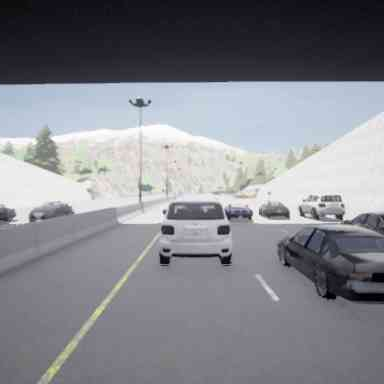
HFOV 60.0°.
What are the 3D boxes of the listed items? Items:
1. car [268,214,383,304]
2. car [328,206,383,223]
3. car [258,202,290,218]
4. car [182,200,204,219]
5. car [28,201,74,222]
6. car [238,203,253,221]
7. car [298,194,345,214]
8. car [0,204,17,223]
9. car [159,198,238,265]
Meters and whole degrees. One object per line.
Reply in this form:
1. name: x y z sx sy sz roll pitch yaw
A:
1. car: 3.603 1.533 8.313 2.033 1.411 5.357 0 0 0
2. car: 7.107 1.484 12.455 1.837 1.490 4.892 0 0 0
3. car: 7.122 1.515 29.134 1.994 1.385 4.181 0 0 0
4. car: 0.109 1.477 29.486 1.812 1.442 4.674 0 0 0
5. car: -10.579 1.450 25.302 2.128 1.511 4.902 0 0 0
6. car: 3.620 1.556 26.913 1.895 1.301 4.718 0 0 0
7. car: 10.621 1.175 27.610 2.150 2.045 5.566 0 0 0
8. car: -14.084 1.510 22.727 2.033 1.411 5.357 0 0 0
9. car: 0.106 1.202 11.693 2.150 2.045 5.566 0 0 0
